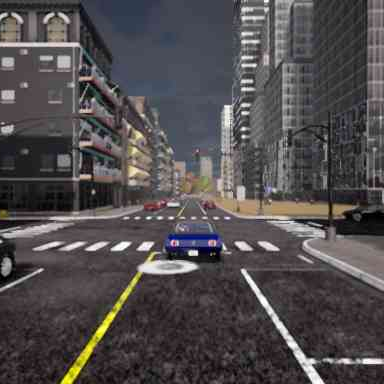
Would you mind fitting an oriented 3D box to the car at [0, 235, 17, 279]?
[{"bbox_3d":[-5.692,1.607,7.506,2.008,1.369,4.403,-1,0,0],"label":"car"}]

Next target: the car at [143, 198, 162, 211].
[{"bbox_3d":[-5.639,1.886,45.571,1.887,1.381,4.507,-1,0,0],"label":"car"}]

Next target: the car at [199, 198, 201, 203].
[{"bbox_3d":[2.747,2.112,73.861,2.008,1.369,4.403,-1,0,0],"label":"car"}]

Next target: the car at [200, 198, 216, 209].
[{"bbox_3d":[2.715,1.929,51.266,1.887,1.381,4.507,-1,0,0],"label":"car"}]

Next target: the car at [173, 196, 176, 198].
[{"bbox_3d":[-2.905,2.029,69.913,1.994,1.385,4.181,0,0,0],"label":"car"}]

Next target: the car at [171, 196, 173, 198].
[{"bbox_3d":[-5.610,1.957,68.167,1.967,1.590,4.097,-1,0,0],"label":"car"}]

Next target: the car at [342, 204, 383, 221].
[{"bbox_3d":[14.711,1.674,27.503,4.313,1.339,1.947,0,1,0],"label":"car"}]

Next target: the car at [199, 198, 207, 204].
[{"bbox_3d":[2.762,2.195,85.159,1.887,1.381,4.507,-1,0,0],"label":"car"}]

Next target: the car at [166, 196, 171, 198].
[{"bbox_3d":[-5.620,1.787,62.520,2.192,1.841,5.009,-1,0,0],"label":"car"}]

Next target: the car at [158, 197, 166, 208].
[{"bbox_3d":[-5.633,1.824,51.221,1.967,1.590,4.097,-1,0,0],"label":"car"}]

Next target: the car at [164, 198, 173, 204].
[{"bbox_3d":[-5.593,2.188,79.464,1.802,1.307,4.206,-1,0,0],"label":"car"}]

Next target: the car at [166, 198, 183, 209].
[{"bbox_3d":[-3.000,2.009,54.358,1.895,1.301,4.718,0,0,0],"label":"car"}]

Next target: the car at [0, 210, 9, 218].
[{"bbox_3d":[-17.848,1.706,27.493,4.829,1.417,1.752,0,1,0],"label":"car"}]

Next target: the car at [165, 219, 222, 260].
[{"bbox_3d":[0.070,1.708,12.897,1.895,1.301,4.718,0,-1,1],"label":"car"}]
